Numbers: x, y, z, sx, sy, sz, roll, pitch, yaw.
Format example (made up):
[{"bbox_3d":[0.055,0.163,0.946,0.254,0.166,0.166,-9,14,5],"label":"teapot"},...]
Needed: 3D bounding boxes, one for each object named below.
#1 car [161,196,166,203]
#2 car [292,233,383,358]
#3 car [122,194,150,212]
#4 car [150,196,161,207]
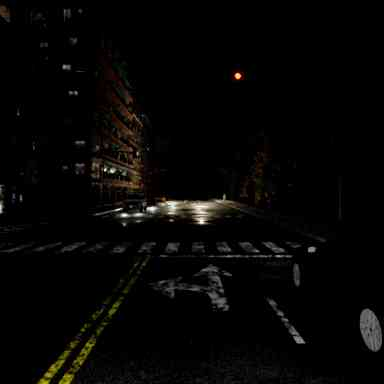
[{"bbox_3d":[-6.472,1.501,67.537,1.882,1.535,5.008,0,0,0],"label":"car"},{"bbox_3d":[3.354,1.477,6.033,1.882,1.535,5.008,0,0,-1],"label":"car"},{"bbox_3d":[-6.575,1.227,38.711,2.150,2.045,5.566,0,0,0],"label":"car"},{"bbox_3d":[-6.562,1.504,52.515,2.128,1.511,4.902,0,0,0],"label":"car"}]
